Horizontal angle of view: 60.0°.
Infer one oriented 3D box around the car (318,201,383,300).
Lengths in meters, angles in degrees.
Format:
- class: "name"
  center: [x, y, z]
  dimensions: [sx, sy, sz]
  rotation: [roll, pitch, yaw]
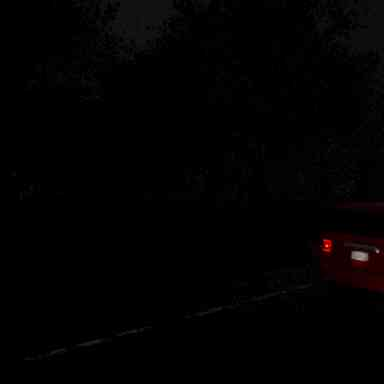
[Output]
- class: "car"
  center: [5.134, 1.223, 7.404]
  dimensions: [5.566, 2.045, 2.150]
  rotation: [0, 0, -35]
